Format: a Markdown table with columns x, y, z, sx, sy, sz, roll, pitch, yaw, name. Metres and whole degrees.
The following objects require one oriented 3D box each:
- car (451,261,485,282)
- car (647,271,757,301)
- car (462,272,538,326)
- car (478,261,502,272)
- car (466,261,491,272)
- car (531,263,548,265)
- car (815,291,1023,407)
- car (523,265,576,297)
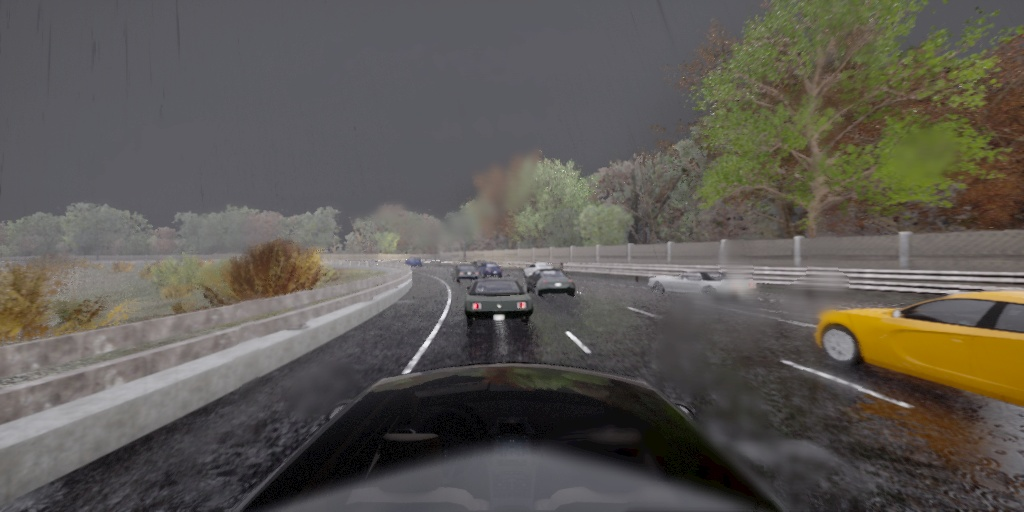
| x | y | z | sx | sy | sz | roll | pitch | yaw | name |
| --- | --- | --- | --- | --- | --- | --- | --- | --- | --- |
| -3.944 | 1.397 | 29.893 | 2.033 | 1.411 | 5.357 | 0 | 0 | -16 | car |
| 8.992 | 1.356 | 17.509 | 1.895 | 1.301 | 4.718 | 0 | 0 | -26 | car |
| -0.557 | 1.380 | 11.843 | 1.895 | 1.301 | 4.718 | 0 | 0 | -6 | car |
| -2.339 | 1.387 | 36.454 | 1.812 | 1.442 | 4.674 | 0 | 0 | -18 | car |
| -4.860 | 1.420 | 51.319 | 1.837 | 1.490 | 4.892 | 0 | -1 | -26 | car |
| 2.430 | 1.355 | 32.821 | 1.812 | 1.442 | 4.674 | 0 | 0 | -16 | car |
| 6.857 | 1.207 | 4.880 | 1.882 | 1.535 | 5.008 | 0 | 0 | -2 | car |
| 1.926 | 1.356 | 19.295 | 1.994 | 1.385 | 4.181 | 0 | 0 | -9 | car |
